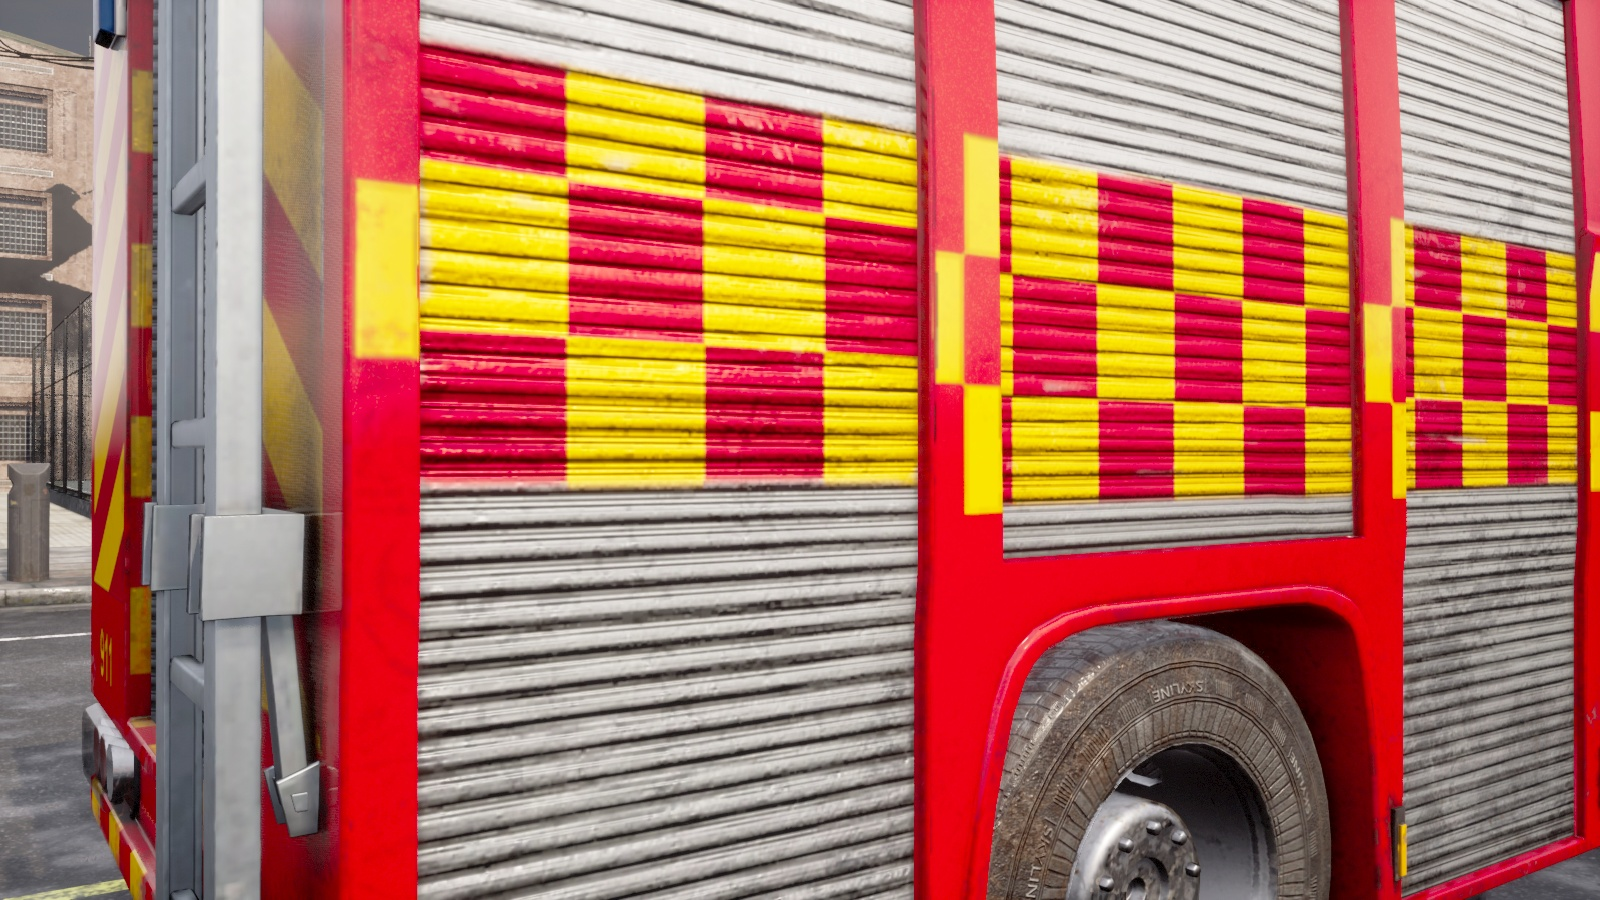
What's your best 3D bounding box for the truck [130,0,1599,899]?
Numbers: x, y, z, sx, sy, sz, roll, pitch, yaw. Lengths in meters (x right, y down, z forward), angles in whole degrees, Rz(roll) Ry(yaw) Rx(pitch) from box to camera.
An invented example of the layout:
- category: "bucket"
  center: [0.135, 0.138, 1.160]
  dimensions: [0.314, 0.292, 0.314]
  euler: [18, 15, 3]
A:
- category: "truck"
  center: [2.187, -0.412, 5.195]
  dimensions: [8.468, 3.827, 2.891]
  euler: [0, 0, -35]
